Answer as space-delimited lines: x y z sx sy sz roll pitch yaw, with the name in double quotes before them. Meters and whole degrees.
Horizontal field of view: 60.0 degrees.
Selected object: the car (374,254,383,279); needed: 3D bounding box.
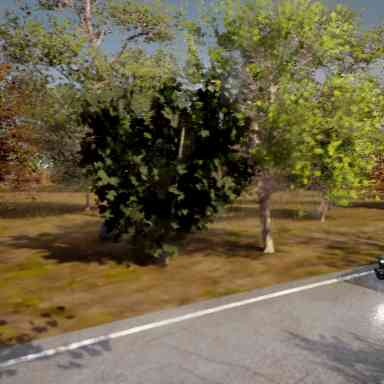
"car" 6.848 1.497 8.230 5.357 1.411 2.033 0 1 -31
